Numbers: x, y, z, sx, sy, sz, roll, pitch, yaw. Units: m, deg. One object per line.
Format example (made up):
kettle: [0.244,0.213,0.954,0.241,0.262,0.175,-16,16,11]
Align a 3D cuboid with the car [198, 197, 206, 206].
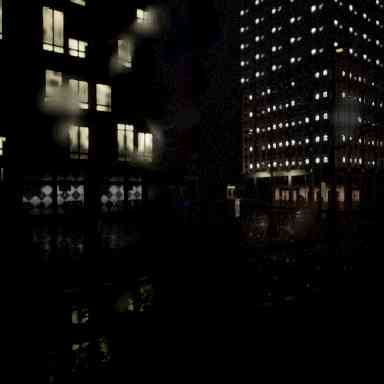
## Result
car: [-0.073,1.339,48.554,2.033,1.411,5.357,-1,1,-34]

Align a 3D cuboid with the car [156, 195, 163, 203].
car: [-3.842,1.035,58.721,2.192,1.841,5.009,0,0,-34]

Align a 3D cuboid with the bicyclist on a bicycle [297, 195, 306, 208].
bicyclist on a bicycle: [12.950,1.117,39.221,1.656,1.620,0.582,-1,1,-34]

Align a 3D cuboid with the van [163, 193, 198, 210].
van: [-1.440,1.210,40.266,1.690,1.788,3.998,0,0,-34]

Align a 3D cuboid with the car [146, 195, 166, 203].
car: [-6.954,1.238,63.305,1.887,1.381,4.507,0,0,-34]
